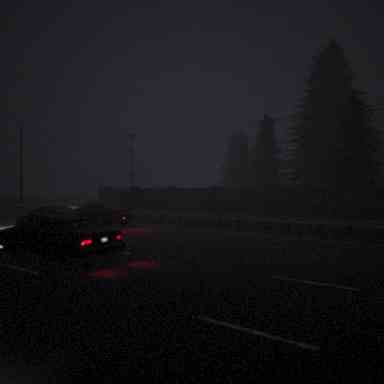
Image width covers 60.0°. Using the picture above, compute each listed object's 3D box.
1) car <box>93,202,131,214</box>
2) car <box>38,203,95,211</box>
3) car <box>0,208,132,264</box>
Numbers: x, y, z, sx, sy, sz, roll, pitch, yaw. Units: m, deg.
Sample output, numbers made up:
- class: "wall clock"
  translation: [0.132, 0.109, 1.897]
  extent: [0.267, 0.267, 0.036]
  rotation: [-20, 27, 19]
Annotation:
- class: "car"
  translation: [-6.052, 1.394, 21.200]
  extent: [5.008, 1.535, 1.882]
  rotation: [0, 0, 36]
- class: "car"
  translation: [-7.648, 1.445, 18.025]
  extent: [4.674, 1.442, 1.812]
  rotation: [0, 0, 35]
- class: "car"
  translation: [-4.712, 1.497, 11.629]
  extent: [5.357, 1.411, 2.033]
  rotation: [0, 0, 36]
